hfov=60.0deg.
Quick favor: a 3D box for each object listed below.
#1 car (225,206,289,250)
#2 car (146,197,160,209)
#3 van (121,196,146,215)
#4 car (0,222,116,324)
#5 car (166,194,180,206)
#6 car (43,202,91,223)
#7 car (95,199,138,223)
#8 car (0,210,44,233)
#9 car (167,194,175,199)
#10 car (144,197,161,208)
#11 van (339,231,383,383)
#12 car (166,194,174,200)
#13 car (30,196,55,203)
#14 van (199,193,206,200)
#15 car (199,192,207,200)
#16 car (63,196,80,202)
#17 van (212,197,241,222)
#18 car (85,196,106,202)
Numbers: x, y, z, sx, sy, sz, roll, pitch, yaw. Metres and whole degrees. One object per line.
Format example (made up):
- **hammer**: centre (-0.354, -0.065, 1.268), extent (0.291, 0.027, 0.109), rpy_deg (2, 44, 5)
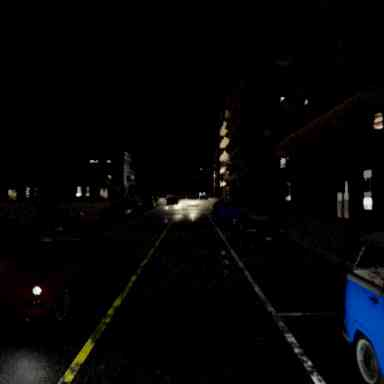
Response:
- **car**: centre (2.705, 1.514, 13.945), extent (1.887, 1.381, 4.507), rpy_deg (1, 0, 0)
- **car**: centre (-5.633, 1.333, 42.144), extent (1.967, 1.590, 4.097), rpy_deg (1, 0, 0)
- **van**: centre (-5.635, 1.267, 30.851), extent (1.690, 1.788, 3.998), rpy_deg (1, 0, 0)
- **car**: centre (-3.097, 1.586, 7.232), extent (1.895, 1.301, 4.718), rpy_deg (0, 0, 0)
- **car**: centre (-2.986, 1.432, 51.297), extent (1.812, 1.442, 4.674), rpy_deg (0, 0, 0)
- **car**: centre (-5.641, 1.410, 13.915), extent (1.967, 1.590, 4.097), rpy_deg (1, 0, 0)
- **car**: centre (-5.639, 1.486, 25.206), extent (1.887, 1.381, 4.507), rpy_deg (1, 0, 0)
- **car**: centre (-5.649, 1.423, 8.269), extent (1.967, 1.590, 4.097), rpy_deg (1, 0, 0)
- **car**: centre (-5.653, 1.258, 91.434), extent (1.887, 1.381, 4.507), rpy_deg (1, 0, 0)
- **car**: centre (-5.633, 1.420, 47.789), extent (1.887, 1.381, 4.507), rpy_deg (1, 0, 0)
- **van**: centre (2.704, 1.336, 2.651), extent (1.690, 1.788, 3.998), rpy_deg (1, 0, 0)
- **car**: centre (-5.655, 1.318, 85.853), extent (1.802, 1.307, 4.206), rpy_deg (1, 0, 0)
- **car**: centre (-30.659, 1.590, 68.261), extent (4.206, 1.307, 1.802), rpy_deg (0, 0, 1)
- **van**: centre (2.728, 1.076, 85.885), extent (1.690, 1.788, 3.998), rpy_deg (1, 0, 0)
- **car**: centre (2.724, 1.309, 80.307), extent (2.008, 1.369, 4.403), rpy_deg (1, 0, 0)
- **car**: centre (-25.180, 1.548, 68.185), extent (4.313, 1.339, 1.947), rpy_deg (0, 0, 1)
- **van**: centre (2.711, 1.282, 25.236), extent (1.690, 1.788, 3.998), rpy_deg (1, 0, 0)
- **car**: centre (-19.698, 1.507, 68.108), extent (4.403, 1.369, 2.008), rpy_deg (0, 0, 1)
